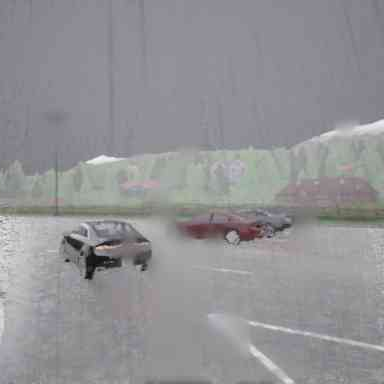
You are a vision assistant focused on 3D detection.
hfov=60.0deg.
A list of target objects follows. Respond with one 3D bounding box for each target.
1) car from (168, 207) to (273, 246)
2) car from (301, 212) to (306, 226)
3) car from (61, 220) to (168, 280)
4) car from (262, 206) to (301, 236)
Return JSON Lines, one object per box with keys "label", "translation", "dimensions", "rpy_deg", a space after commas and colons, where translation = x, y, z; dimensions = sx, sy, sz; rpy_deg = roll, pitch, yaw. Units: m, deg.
{"label": "car", "translation": [1.058, 1.648, 16.175], "dimensions": [5.008, 1.535, 1.882], "rpy_deg": [-1, -1, 31]}
{"label": "car", "translation": [4.966, 1.677, 21.992], "dimensions": [4.892, 1.490, 1.837], "rpy_deg": [-1, -1, 31]}
{"label": "car", "translation": [-2.924, 1.666, 10.714], "dimensions": [2.128, 1.511, 4.902], "rpy_deg": [0, -1, -31]}
{"label": "car", "translation": [3.282, 1.656, 18.920], "dimensions": [4.902, 1.511, 2.128], "rpy_deg": [-1, -1, 31]}
